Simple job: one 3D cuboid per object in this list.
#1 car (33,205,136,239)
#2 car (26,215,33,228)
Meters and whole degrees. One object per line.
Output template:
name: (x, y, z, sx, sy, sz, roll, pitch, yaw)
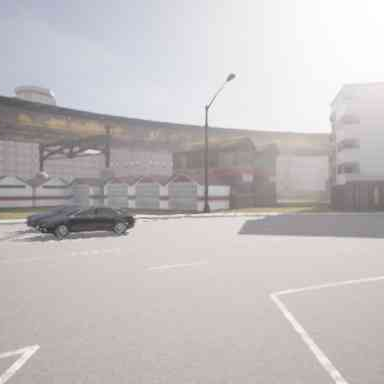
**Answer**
car: (-5.384, 1.488, 17.362, 4.892, 1.490, 1.837, 0, -2, -29)
car: (-7.439, 1.503, 20.144, 4.674, 1.442, 1.812, 0, -1, -30)
